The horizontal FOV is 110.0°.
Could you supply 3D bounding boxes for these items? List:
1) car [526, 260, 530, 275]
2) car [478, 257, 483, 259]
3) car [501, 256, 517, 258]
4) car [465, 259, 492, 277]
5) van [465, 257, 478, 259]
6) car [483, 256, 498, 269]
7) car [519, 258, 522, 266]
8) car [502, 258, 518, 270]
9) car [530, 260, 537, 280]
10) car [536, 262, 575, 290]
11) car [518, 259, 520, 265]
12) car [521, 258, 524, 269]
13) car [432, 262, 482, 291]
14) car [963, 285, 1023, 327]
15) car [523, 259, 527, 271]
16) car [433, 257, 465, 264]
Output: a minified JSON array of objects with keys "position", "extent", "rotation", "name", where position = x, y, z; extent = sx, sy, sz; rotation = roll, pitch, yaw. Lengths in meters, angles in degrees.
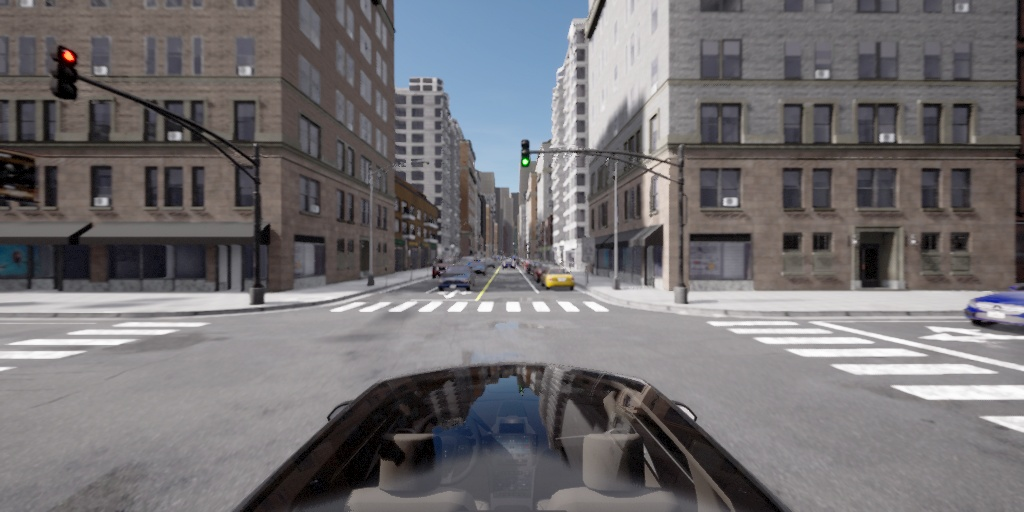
[{"position":[2.595,1.262,32.871],"extent":[2.007,1.370,4.403],"rotation":[0,0,-1],"name":"car"},{"position":[-6.172,0.998,54.881],"extent":[2.192,1.841,5.009],"rotation":[0,0,-1],"name":"car"},{"position":[-0.570,1.145,60.939],"extent":[1.882,1.535,5.008],"rotation":[0,0,-1],"name":"car"},{"position":[-3.380,1.259,35.515],"extent":[2.033,1.411,5.357],"rotation":[0,0,0],"name":"car"},{"position":[-6.111,1.034,49.356],"extent":[1.690,1.789,3.998],"rotation":[0,0,-1],"name":"van"},{"position":[-3.520,1.196,56.063],"extent":[1.837,1.490,4.892],"rotation":[0,0,-1],"name":"car"},{"position":[2.414,1.237,49.448],"extent":[2.007,1.370,4.403],"rotation":[0,0,-1],"name":"car"},{"position":[-0.462,1.287,50.968],"extent":[1.895,1.301,4.718],"rotation":[0,0,-1],"name":"car"},{"position":[2.656,1.159,27.345],"extent":[1.967,1.591,4.097],"rotation":[0,0,-1],"name":"car"},{"position":[2.715,1.251,21.990],"extent":[1.751,1.417,4.829],"rotation":[0,0,-1],"name":"car"},{"position":[2.353,1.258,54.974],"extent":[1.802,1.307,4.207],"rotation":[0,0,-1],"name":"car"},{"position":[2.474,1.241,43.923],"extent":[1.888,1.381,4.507],"rotation":[0,0,-1],"name":"car"},{"position":[-3.240,1.278,22.067],"extent":[2.033,1.411,5.357],"rotation":[0,0,-1],"name":"car"},{"position":[14.703,1.243,9.230],"extent":[4.674,1.442,1.812],"rotation":[0,0,-2],"name":"car"},{"position":[2.535,1.270,38.397],"extent":[1.948,1.339,4.313],"rotation":[0,0,-1],"name":"car"},{"position":[-5.929,1.034,32.779],"extent":[2.192,1.841,5.009],"rotation":[0,0,-1],"name":"car"}]
